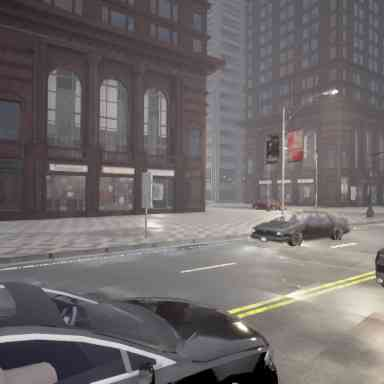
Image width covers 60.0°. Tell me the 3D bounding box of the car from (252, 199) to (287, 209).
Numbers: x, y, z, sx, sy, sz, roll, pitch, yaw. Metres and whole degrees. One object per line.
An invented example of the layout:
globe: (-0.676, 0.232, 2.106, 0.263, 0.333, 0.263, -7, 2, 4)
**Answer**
car: (9.816, 1.684, 42.311, 1.882, 1.535, 5.008, 1, -1, -35)

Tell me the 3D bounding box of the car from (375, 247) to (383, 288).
car: (6.198, 1.516, 7.843, 4.892, 1.490, 1.837, 0, 0, -35)

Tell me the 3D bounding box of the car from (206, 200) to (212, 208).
car: (1.202, 1.627, 54.468, 2.097, 1.767, 4.553, 1, -1, -35)

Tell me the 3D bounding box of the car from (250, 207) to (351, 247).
car: (5.125, 1.565, 15.270, 5.357, 1.411, 2.033, 0, 0, -35)

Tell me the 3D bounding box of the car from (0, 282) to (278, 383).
car: (-1.421, 1.492, 2.426, 4.902, 1.511, 2.128, 0, 0, -35)
